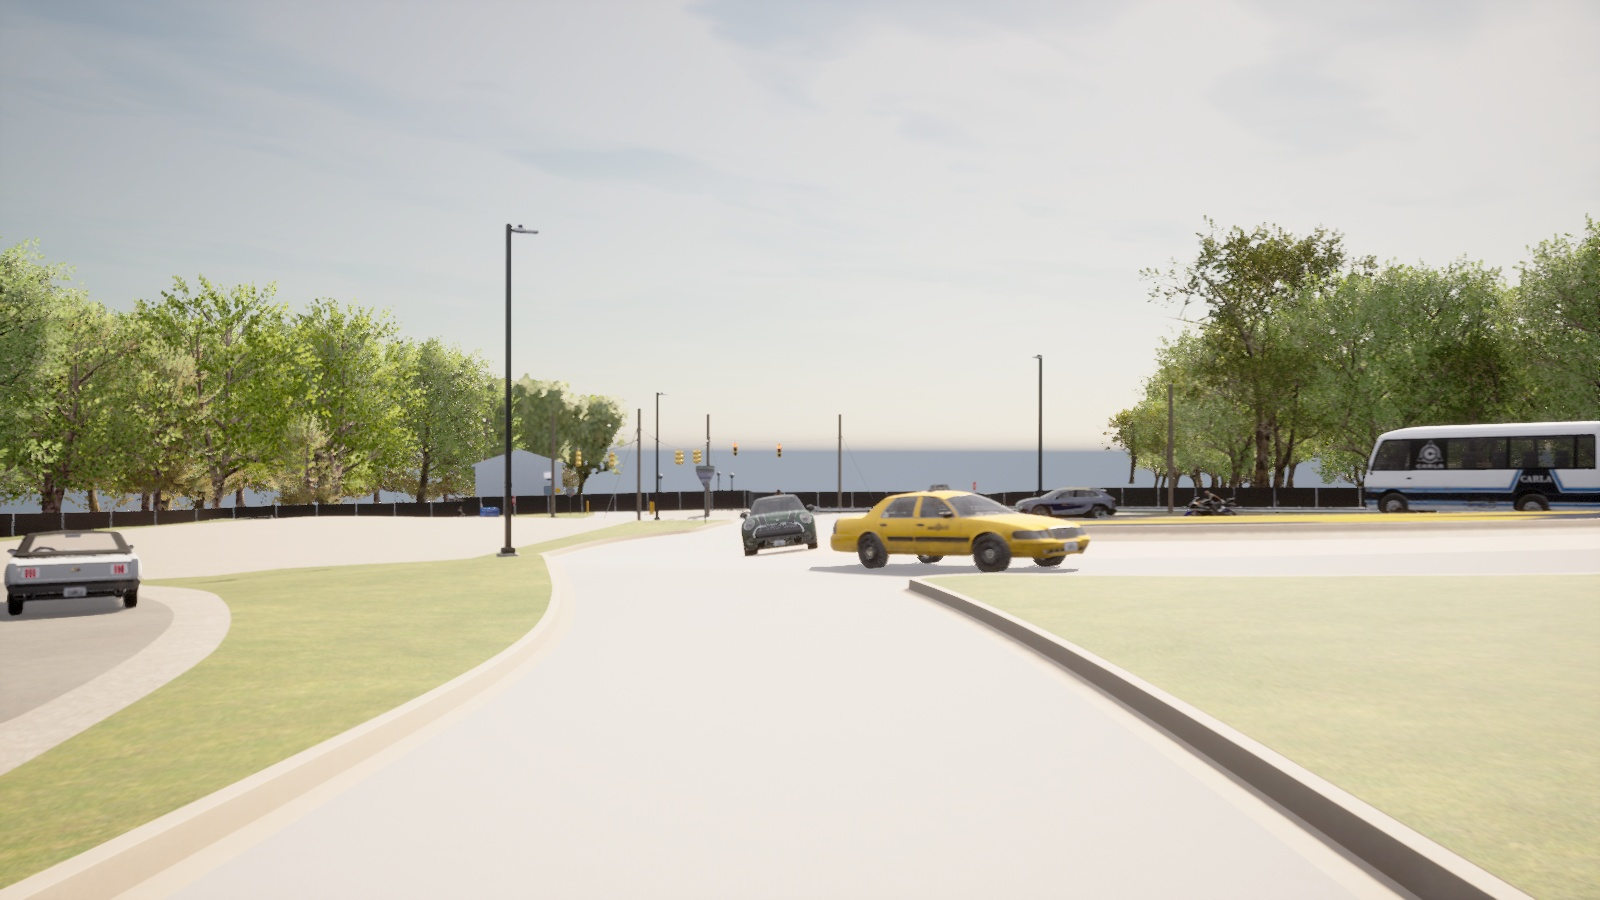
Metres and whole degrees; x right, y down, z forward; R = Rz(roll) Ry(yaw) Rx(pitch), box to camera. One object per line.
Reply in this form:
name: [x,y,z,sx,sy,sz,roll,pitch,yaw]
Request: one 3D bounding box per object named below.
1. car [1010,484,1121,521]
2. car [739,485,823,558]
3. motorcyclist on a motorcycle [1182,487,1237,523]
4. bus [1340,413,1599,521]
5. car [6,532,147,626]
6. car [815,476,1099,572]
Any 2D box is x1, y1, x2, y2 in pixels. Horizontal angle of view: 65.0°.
car: [12.805,2.505,60.683,4.856,1.649,2.033,0,0,-6]
car: [-0.518,2.110,36.774,2.097,1.767,4.553,-7,-4,0]
motorcyclist on a motorcycle: [18.252,2.443,55.994,2.191,1.530,0.866,-2,-3,14]
bus: [29.472,0.798,54.592,3.944,4.253,10.273,1,-2,-41]
car: [-12.466,2.123,21.576,1.895,1.301,4.718,0,-2,-31]
car: [2.792,1.386,23.613,1.801,1.575,5.366,-1,-2,-42]
